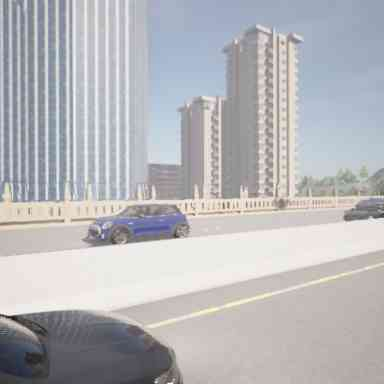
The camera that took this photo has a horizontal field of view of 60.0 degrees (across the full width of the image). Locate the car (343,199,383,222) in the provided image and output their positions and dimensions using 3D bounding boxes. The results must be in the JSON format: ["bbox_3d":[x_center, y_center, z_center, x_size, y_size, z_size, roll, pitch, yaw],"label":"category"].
[{"bbox_3d":[11.305,1.422,20.654,4.892,1.490,1.837,0,0,-35],"label":"car"}]

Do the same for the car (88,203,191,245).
[{"bbox_3d":[-2.352,1.325,15.212,4.553,1.767,2.097,0,0,-35],"label":"car"}]

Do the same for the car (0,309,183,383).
[{"bbox_3d":[-2.316,1.509,2.095,4.892,1.490,1.837,0,0,-36],"label":"car"}]
